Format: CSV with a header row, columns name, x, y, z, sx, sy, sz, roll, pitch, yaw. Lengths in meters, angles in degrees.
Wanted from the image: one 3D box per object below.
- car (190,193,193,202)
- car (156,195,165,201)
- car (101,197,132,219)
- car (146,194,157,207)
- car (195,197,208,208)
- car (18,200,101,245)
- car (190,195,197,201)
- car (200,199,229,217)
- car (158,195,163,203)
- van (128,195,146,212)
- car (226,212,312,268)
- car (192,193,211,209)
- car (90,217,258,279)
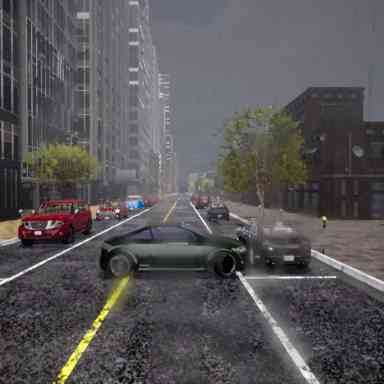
name,x,y,z,sx,sy,sz,roll,pitch,yaw
car,0.818,1.289,71.993,2.192,1.841,5.009,-1,0,-1
car,-7.843,1.495,82.679,1.752,1.417,4.829,-1,0,-1
car,-6.387,1.432,26.793,1.967,1.590,4.097,-1,0,-1
car,-6.978,1.298,49.652,2.192,1.841,5.009,-1,0,-1
car,1.399,1.508,50.032,1.752,1.417,4.829,-1,0,-1
car,-6.189,1.310,15.725,2.192,1.841,5.009,-1,0,-1
car,0.386,1.550,88.590,1.802,1.307,4.206,-1,0,-1
car,2.016,1.542,26.996,2.008,1.369,4.403,-1,0,-1
car,-7.411,1.521,66.251,1.887,1.381,4.507,-1,0,-1
van,-6.687,1.328,38.586,1.690,1.788,3.998,-1,0,-1
car,2.550,1.547,11.137,2.008,1.369,4.403,-1,0,-1
car,1.545,1.300,44.329,2.192,1.841,5.009,-1,0,-1
car,-0.466,1.556,9.522,4.181,1.385,1.994,0,0,-1
